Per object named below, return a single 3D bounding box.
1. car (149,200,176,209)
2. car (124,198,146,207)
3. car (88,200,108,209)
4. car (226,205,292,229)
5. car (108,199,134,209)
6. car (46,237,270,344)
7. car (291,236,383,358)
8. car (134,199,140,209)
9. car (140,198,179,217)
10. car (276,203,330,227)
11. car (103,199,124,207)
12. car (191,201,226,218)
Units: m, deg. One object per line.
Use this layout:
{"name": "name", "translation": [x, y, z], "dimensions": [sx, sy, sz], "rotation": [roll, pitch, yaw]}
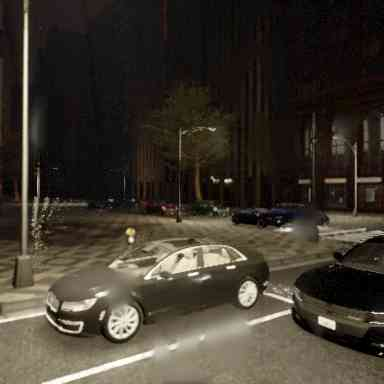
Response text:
{"name": "car", "translation": [-4.951, 2.013, 55.300], "dimensions": [2.033, 1.411, 5.357], "rotation": [1, 0, -35]}
{"name": "car", "translation": [-10.921, 1.987, 63.588], "dimensions": [2.128, 1.511, 4.902], "rotation": [1, 0, -36]}
{"name": "car", "translation": [-15.088, 1.927, 52.645], "dimensions": [1.812, 1.442, 4.674], "rotation": [1, -1, -35]}
{"name": "car", "translation": [4.842, 1.865, 24.599], "dimensions": [1.994, 1.385, 4.181], "rotation": [1, 0, -36]}
{"name": "car", "translation": [-11.014, 1.894, 52.499], "dimensions": [1.882, 1.535, 5.008], "rotation": [1, -1, -35]}
{"name": "car", "translation": [-0.397, 1.593, 6.366], "dimensions": [4.403, 1.369, 2.008], "rotation": [1, -1, -35]}
{"name": "car", "translation": [3.890, 1.562, 6.021], "dimensions": [5.008, 1.535, 1.882], "rotation": [1, -1, -35]}
{"name": "car", "translation": [-6.770, 1.790, 52.378], "dimensions": [2.097, 1.767, 4.553], "rotation": [1, 0, -37]}
{"name": "car", "translation": [-3.324, 1.690, 36.029], "dimensions": [2.097, 1.767, 4.553], "rotation": [1, 0, -35]}
{"name": "car", "translation": [8.174, 1.676, 25.566], "dimensions": [2.097, 1.767, 4.553], "rotation": [1, 0, -36]}
{"name": "car", "translation": [-15.081, 2.026, 63.988], "dimensions": [2.033, 1.411, 5.357], "rotation": [1, -1, -36]}
{"name": "car", "translation": [1.848, 1.707, 34.381], "dimensions": [2.097, 1.767, 4.553], "rotation": [1, -1, -36]}
